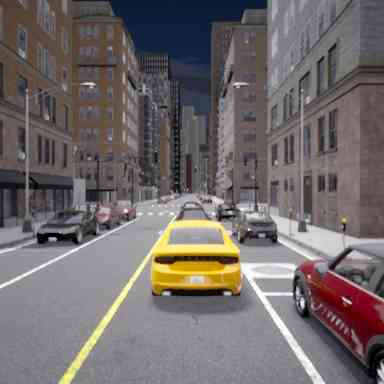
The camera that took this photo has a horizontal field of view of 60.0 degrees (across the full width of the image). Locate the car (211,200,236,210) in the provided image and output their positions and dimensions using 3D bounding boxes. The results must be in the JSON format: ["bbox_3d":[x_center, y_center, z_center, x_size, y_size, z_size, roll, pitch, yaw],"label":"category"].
[{"bbox_3d":[2.843,1.546,26.727,1.947,1.339,4.313,0,0,0],"label":"car"}]

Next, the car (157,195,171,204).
[{"bbox_3d":[-5.665,1.570,63.827,1.802,1.307,4.206,0,0,0],"label":"car"}]

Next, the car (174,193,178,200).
[{"bbox_3d":[-5.628,1.558,90.699,1.752,1.417,4.829,0,0,0],"label":"car"}]

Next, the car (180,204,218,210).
[{"bbox_3d":[0.098,1.550,17.643,1.994,1.385,4.181,0,0,-1],"label":"car"}]

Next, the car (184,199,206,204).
[{"bbox_3d":[-0.013,1.506,26.453,1.812,1.442,4.674,0,0,1],"label":"car"}]

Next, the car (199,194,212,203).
[{"bbox_3d":[2.860,1.428,63.818,1.967,1.590,4.097,0,0,0],"label":"car"}]

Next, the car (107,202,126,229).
[{"bbox_3d":[-5.680,1.565,21.222,1.802,1.307,4.206,0,0,0],"label":"car"}]

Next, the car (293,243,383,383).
[{"bbox_3d":[2.853,1.436,4.722,1.967,1.590,4.097,0,0,0],"label":"car"}]

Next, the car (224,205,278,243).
[{"bbox_3d":[2.848,1.538,15.725,2.008,1.369,4.403,0,0,0],"label":"car"}]

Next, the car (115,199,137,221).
[{"bbox_3d":[-5.682,1.420,26.724,1.967,1.590,4.097,0,0,0],"label":"car"}]

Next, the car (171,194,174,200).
[{"bbox_3d":[-5.649,1.550,74.643,2.008,1.369,4.403,0,0,0],"label":"car"}]

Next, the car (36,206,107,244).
[{"bbox_3d":[-5.677,1.553,15.721,1.947,1.339,4.313,0,0,0],"label":"car"}]

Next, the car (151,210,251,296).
[{"bbox_3d":[0.090,1.470,8.643,1.882,1.535,5.008,0,0,0],"label":"car"}]

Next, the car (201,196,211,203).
[{"bbox_3d":[2.868,1.518,69.397,1.752,1.417,4.829,0,0,0],"label":"car"}]
